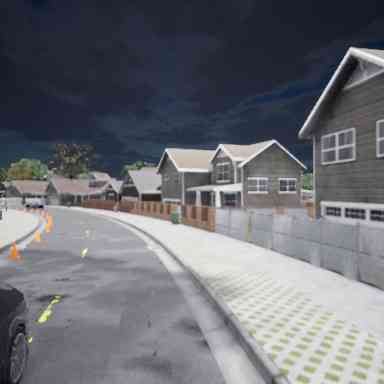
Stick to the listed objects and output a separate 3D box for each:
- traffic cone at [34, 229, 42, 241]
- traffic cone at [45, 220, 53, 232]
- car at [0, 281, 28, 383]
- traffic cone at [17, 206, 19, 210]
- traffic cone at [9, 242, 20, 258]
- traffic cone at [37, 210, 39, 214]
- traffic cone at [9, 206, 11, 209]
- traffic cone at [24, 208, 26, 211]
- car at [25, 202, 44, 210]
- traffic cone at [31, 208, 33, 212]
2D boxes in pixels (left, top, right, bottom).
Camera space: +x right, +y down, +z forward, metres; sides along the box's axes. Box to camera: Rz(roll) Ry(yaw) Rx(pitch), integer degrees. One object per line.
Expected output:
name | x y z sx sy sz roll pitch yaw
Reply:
traffic cone | -7.934 2.223 17.117 0.340 0.580 0.340 0 -1 -17
traffic cone | -9.458 2.300 21.757 0.340 0.580 0.340 0 -1 -20
car | -2.744 1.564 2.539 1.812 1.442 4.674 0 -1 -9
traffic cone | -29.009 2.649 55.319 0.340 0.580 0.340 0 0 -41
traffic cone | -6.631 2.145 12.410 0.340 0.580 0.340 0 -1 -14
traffic cone | -20.215 2.568 43.615 0.340 0.580 0.340 0 0 -33
traffic cone | -32.296 2.676 58.933 0.340 0.580 0.340 0 0 -44
traffic cone | -25.896 2.623 51.557 0.340 0.580 0.340 0 0 -38
car | -25.674 2.274 54.304 1.895 1.301 4.718 0 0 -40
traffic cone | -22.963 2.597 47.652 0.340 0.580 0.340 0 0 -36
